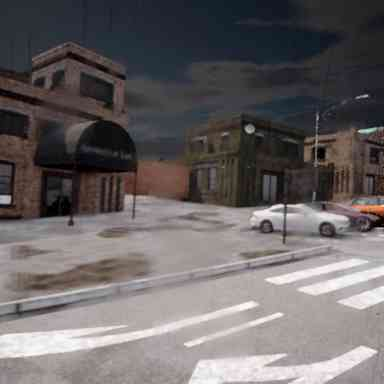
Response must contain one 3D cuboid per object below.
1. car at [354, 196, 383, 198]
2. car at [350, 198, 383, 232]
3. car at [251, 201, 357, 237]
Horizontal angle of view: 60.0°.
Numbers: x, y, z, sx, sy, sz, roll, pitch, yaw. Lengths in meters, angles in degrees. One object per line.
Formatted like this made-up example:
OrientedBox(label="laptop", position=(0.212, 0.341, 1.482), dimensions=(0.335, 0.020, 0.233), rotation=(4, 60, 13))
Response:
OrientedBox(label="car", position=(10.092, 1.030, 19.709), dimensions=(4.553, 1.767, 2.185), rotation=(-1, 0, 35))
OrientedBox(label="car", position=(7.671, 1.243, 18.039), dimensions=(4.792, 1.488, 2.163), rotation=(-1, 0, 35))
OrientedBox(label="car", position=(5.219, 1.312, 16.378), dimensions=(4.674, 1.452, 2.002), rotation=(-1, 0, 35))
